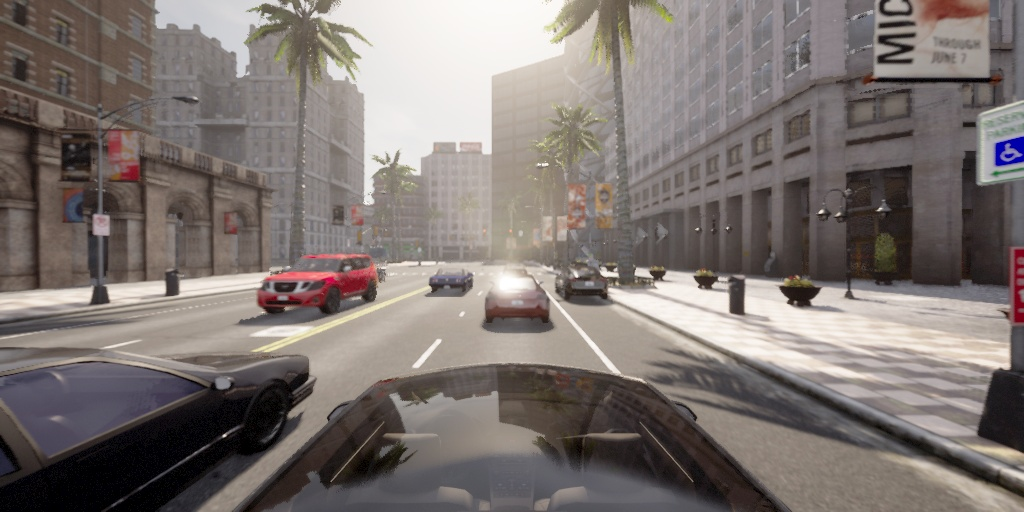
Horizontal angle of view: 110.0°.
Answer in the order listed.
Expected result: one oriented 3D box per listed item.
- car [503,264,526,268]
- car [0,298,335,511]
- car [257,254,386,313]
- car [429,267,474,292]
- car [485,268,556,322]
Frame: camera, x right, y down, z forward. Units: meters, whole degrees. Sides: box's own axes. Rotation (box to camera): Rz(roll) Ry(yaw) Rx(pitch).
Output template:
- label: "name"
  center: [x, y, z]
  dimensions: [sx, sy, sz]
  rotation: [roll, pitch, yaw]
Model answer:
- label: "car"
  center: [0.221, 1.268, 29.028]
  dimensions: [1.895, 1.301, 4.718]
  rotation: [0, 0, 0]
- label: "car"
  center: [-3.384, 1.295, 2.031]
  dimensions: [2.033, 1.411, 5.357]
  rotation: [0, 0, 0]
- label: "car"
  center: [-7.029, 0.931, 13.779]
  dimensions: [2.150, 2.045, 5.566]
  rotation: [0, 0, 0]
- label: "car"
  center: [-3.308, 1.292, 20.513]
  dimensions: [1.895, 1.301, 4.718]
  rotation: [0, 0, 0]
- label: "car"
  center: [0.163, 1.283, 12.143]
  dimensions: [1.994, 1.385, 4.181]
  rotation: [0, 0, 0]
